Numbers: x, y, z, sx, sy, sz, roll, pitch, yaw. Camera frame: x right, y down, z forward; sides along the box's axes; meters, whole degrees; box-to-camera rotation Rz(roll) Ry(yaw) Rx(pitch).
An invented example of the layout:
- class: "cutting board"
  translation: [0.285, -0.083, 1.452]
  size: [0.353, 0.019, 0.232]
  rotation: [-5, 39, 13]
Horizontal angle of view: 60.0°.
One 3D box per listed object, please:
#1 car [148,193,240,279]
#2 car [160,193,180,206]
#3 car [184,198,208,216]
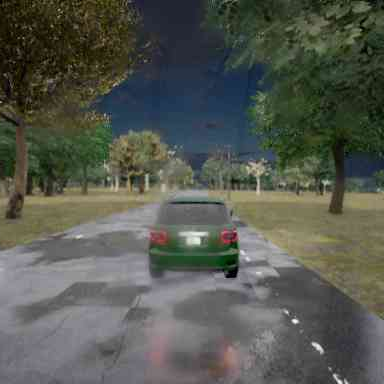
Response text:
- class: "car"
  translation: [0.077, 1.098, 9.810]
  size: [2.150, 2.045, 5.566]
  rotation: [0, 1, 1]
- class: "car"
  translation: [-2.919, 0.949, 45.128]
  size: [2.128, 1.511, 4.902]
  rotation: [0, 1, 2]
- class: "car"
  translation: [0.348, 1.245, 28.863]
  size: [1.895, 1.301, 4.718]
  rotation: [0, 1, 1]
